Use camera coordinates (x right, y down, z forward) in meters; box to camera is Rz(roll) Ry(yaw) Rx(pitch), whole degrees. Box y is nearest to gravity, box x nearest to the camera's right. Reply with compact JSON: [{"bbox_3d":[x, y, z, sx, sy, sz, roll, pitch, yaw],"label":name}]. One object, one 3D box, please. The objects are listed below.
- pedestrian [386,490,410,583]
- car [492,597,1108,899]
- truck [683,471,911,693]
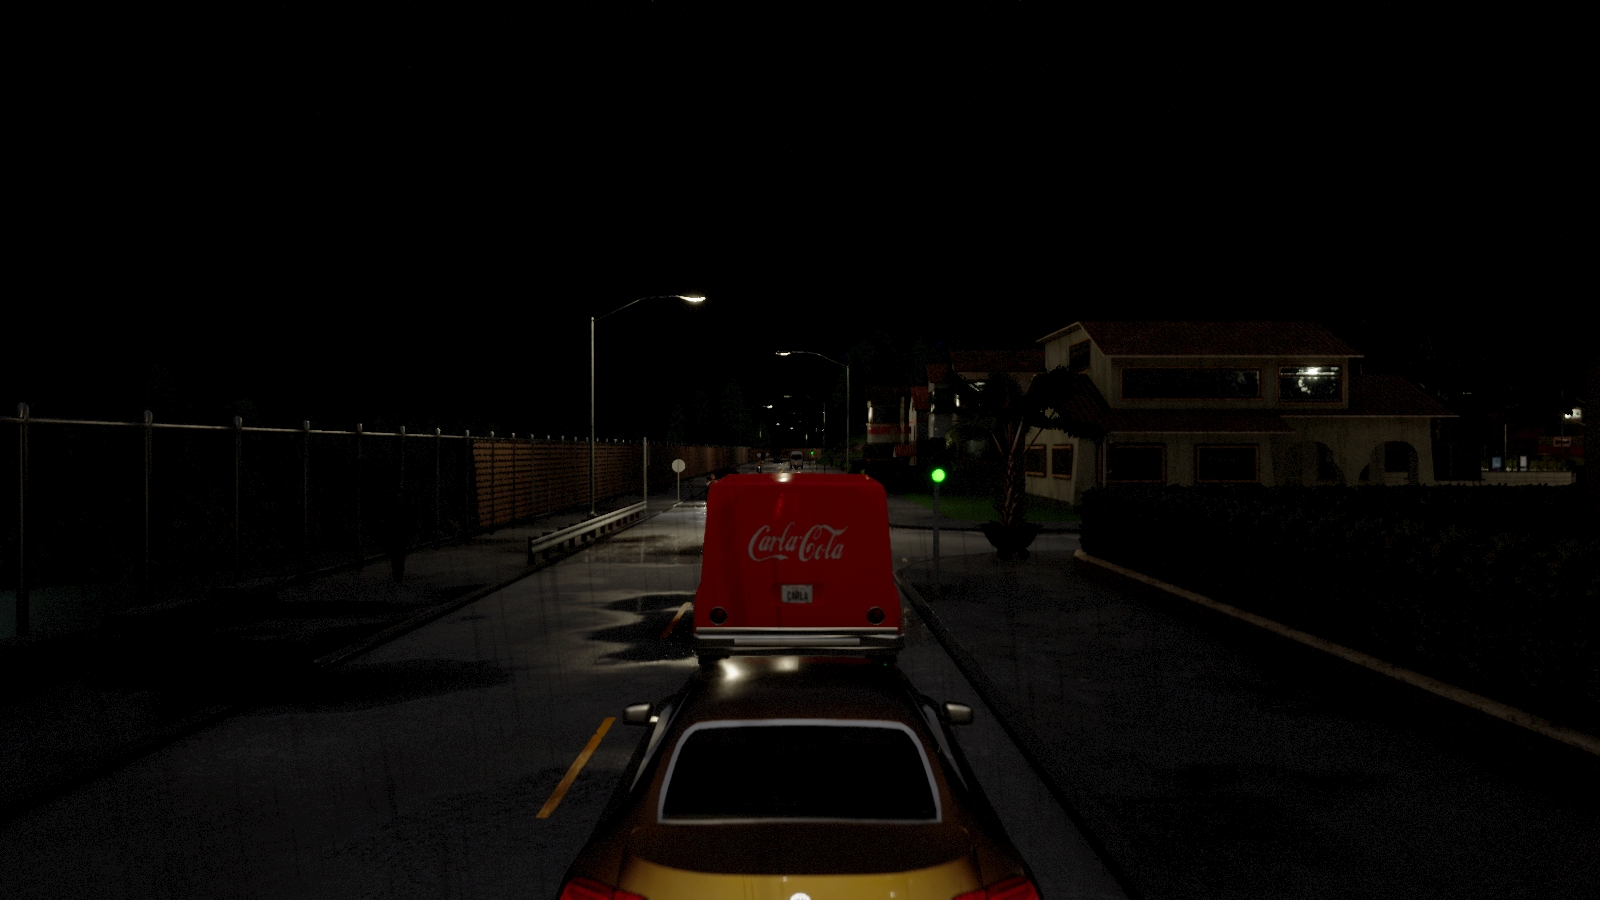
[{"bbox_3d":[-8.141,1.748,23.154,0.375,1.860,0.375,0,0,-6],"label":"pedestrian"},{"bbox_3d":[-0.009,1.994,6.501,2.152,1.651,5.027,0,0,0],"label":"car"},{"bbox_3d":[-0.036,1.568,15.771,2.627,2.467,5.204,0,0,0],"label":"truck"}]
